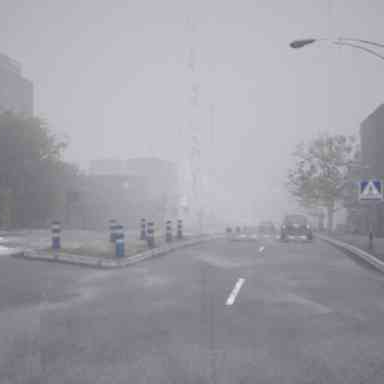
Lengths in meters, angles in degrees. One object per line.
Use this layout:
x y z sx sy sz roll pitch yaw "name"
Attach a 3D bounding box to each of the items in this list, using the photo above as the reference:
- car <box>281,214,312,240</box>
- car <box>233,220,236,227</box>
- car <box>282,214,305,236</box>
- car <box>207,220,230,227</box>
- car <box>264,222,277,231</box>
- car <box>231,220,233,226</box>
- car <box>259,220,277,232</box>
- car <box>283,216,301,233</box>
7.714 2.562 24.749 2.097 1.767 4.553 -1 -5 16 "car"
8.259 8.604 89.739 5.366 1.575 1.946 1 -5 -4 "car"
10.502 3.370 34.519 2.150 2.045 5.566 -1 -6 16 "car"
5.960 7.781 80.991 4.892 1.521 2.231 1 -5 -4 "car"
12.959 5.647 54.797 1.895 1.301 4.718 -1 -5 16 "car"
7.578 8.361 86.829 4.792 1.488 2.163 1 -5 -4 "car"
10.124 4.578 44.824 2.128 1.511 4.902 -1 -5 17 "car"
13.349 4.325 44.436 2.150 2.045 5.566 -1 -5 16 "car"
